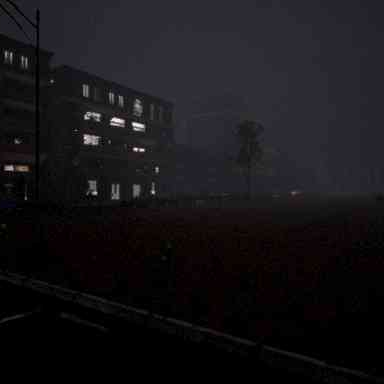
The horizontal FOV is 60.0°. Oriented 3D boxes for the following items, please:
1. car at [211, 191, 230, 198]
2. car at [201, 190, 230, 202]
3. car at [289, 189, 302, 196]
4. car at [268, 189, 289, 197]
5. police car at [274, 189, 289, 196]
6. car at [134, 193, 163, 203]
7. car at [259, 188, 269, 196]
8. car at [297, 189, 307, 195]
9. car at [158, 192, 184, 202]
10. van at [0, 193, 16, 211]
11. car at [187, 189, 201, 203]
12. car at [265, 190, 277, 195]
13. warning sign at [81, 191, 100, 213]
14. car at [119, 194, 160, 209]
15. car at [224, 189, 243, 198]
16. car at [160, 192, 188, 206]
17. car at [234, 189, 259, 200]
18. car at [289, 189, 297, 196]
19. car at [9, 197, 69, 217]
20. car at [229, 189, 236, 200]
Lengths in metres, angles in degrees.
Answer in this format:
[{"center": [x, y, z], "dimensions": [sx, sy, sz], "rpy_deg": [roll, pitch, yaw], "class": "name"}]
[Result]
[{"center": [5.942, 0.525, 69.057], "dimensions": [1.752, 1.417, 4.829], "rpy_deg": [2, 2, 35], "class": "car"}, {"center": [3.419, 0.875, 50.691], "dimensions": [2.008, 1.369, 4.403], "rpy_deg": [2, 2, 35], "class": "car"}, {"center": [27.701, 0.072, 88.961], "dimensions": [1.801, 1.575, 5.366], "rpy_deg": [1, 1, 35], "class": "car"}, {"center": [19.268, 0.445, 73.586], "dimensions": [2.008, 1.369, 4.403], "rpy_deg": [2, 2, 35], "class": "car"}, {"center": [21.792, 0.188, 80.775], "dimensions": [1.930, 1.638, 5.238], "rpy_deg": [0, 1, 32], "class": "police car"}, {"center": [-6.641, 0.909, 50.882], "dimensions": [1.947, 1.339, 4.313], "rpy_deg": [2, 2, 35], "class": "car"}, {"center": [18.719, -0.030, 87.506], "dimensions": [2.192, 1.841, 5.009], "rpy_deg": [2, 2, 35], "class": "car"}, {"center": [28.778, 0.078, 87.319], "dimensions": [1.967, 1.590, 4.097], "rpy_deg": [2, 2, 35], "class": "car"}, {"center": [-3.471, 0.807, 55.461], "dimensions": [2.008, 1.369, 4.403], "rpy_deg": [2, 2, 35], "class": "car"}, {"center": [-19.317, 1.034, 32.561], "dimensions": [1.690, 1.788, 3.998], "rpy_deg": [2, 2, 35], "class": "van"}, {"center": [-1.212, 0.736, 48.745], "dimensions": [2.097, 1.767, 4.553], "rpy_deg": [1, 1, 35], "class": "car"}, {"center": [21.887, 0.114, 92.091], "dimensions": [1.887, 1.381, 4.507], "rpy_deg": [2, 2, 35], "class": "car"}, {"center": [-8.813, 0.850, 28.884], "dimensions": [1.300, 1.860, 1.060], "rpy_deg": [-1, 0, 35], "class": "warning sign"}, {"center": [-6.091, 1.131, 36.954], "dimensions": [1.887, 1.381, 4.507], "rpy_deg": [2, 2, 35], "class": "car"}, {"center": [9.211, 0.226, 73.770], "dimensions": [2.192, 1.841, 5.009], "rpy_deg": [2, 2, 35], "class": "car"}, {"center": [-2.921, 1.049, 41.533], "dimensions": [2.008, 1.369, 4.403], "rpy_deg": [2, 2, 35], "class": "car"}, {"center": [9.856, 0.674, 59.988], "dimensions": [1.752, 1.417, 4.829], "rpy_deg": [2, 2, 35], "class": "car"}, {"center": [22.437, 0.359, 78.163], "dimensions": [2.008, 1.369, 4.403], "rpy_deg": [2, 2, 35], "class": "car"}, {"center": [-12.429, 1.328, 27.798], "dimensions": [1.947, 1.339, 4.313], "rpy_deg": [2, 2, 35], "class": "car"}, {"center": [7.344, 0.631, 61.105], "dimensions": [2.128, 1.511, 4.902], "rpy_deg": [1, 1, 35], "class": "car"}]
